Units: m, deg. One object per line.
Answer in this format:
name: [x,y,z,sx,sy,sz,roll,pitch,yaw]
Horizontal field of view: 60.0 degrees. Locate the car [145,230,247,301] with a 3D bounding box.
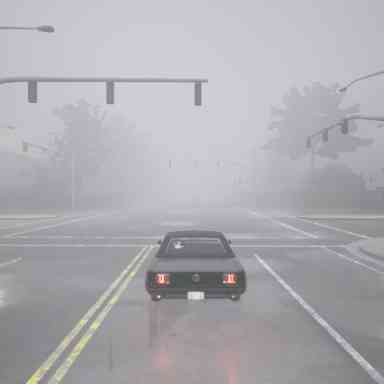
car: [0.065,1.601,8.280,1.895,1.301,4.718,0,0,0]

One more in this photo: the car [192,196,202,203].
car: [1.058,1.525,68.865,1.812,1.442,4.674,0,0,0]
